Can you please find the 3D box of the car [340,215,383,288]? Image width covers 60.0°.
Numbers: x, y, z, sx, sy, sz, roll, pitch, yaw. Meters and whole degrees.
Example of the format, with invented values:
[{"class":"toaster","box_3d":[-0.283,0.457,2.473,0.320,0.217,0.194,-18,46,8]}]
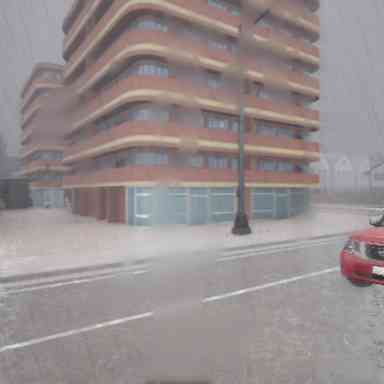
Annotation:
[{"class":"car","box_3d":[5.978,1.218,8.148,5.566,2.045,2.150,0,0,-35]}]
